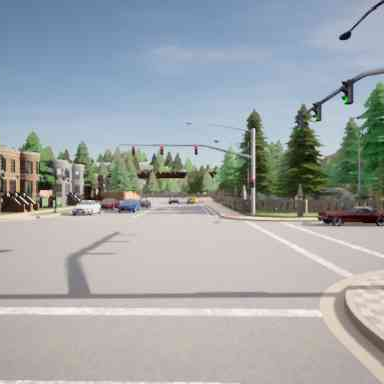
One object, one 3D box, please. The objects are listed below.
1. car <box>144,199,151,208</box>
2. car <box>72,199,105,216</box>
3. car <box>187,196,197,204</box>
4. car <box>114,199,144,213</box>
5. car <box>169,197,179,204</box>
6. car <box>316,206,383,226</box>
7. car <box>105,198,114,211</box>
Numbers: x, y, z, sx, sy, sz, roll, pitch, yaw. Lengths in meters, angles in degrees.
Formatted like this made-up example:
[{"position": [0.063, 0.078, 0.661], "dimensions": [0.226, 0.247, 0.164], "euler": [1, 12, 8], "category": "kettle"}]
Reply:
[{"position": [-7.147, 1.651, 48.312], "dimensions": [1.994, 1.385, 4.181], "euler": [0, 0, 0], "category": "car"}, {"position": [-10.652, 1.587, 33.986], "dimensions": [1.812, 1.442, 4.674], "euler": [0, 0, 0], "category": "car"}, {"position": [-0.008, 1.594, 64.876], "dimensions": [1.882, 1.535, 5.008], "euler": [0, 0, 0], "category": "car"}, {"position": [-7.159, 1.547, 38.324], "dimensions": [1.882, 1.535, 5.008], "euler": [0, 0, 0], "category": "car"}, {"position": [-3.508, 1.718, 65.160], "dimensions": [1.895, 1.301, 4.718], "euler": [0, 0, 0], "category": "car"}, {"position": [11.151, 1.642, 22.855], "dimensions": [4.718, 1.301, 1.895], "euler": [0, 0, 2], "category": "car"}, {"position": [-10.659, 1.555, 43.038], "dimensions": [1.882, 1.535, 5.008], "euler": [0, 0, 0], "category": "car"}]
